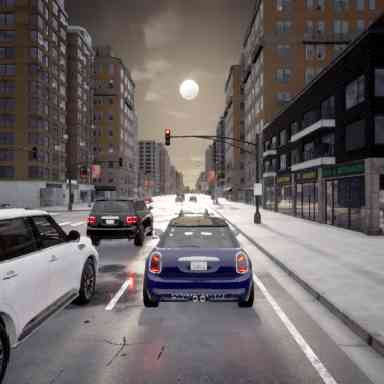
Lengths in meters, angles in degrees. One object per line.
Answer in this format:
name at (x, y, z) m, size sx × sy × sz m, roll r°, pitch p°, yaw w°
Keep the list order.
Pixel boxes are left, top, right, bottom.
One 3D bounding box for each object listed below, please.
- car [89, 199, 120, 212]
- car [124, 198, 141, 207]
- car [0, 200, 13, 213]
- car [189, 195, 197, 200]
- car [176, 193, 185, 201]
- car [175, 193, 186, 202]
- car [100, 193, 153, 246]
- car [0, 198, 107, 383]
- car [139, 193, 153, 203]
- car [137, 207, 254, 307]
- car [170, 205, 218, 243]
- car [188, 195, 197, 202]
car at (-10.307, 1.578, 39.608) m, size 1.994 × 1.385 × 4.181 m, roll 0°, pitch 0°, yaw 10°
car at (-9.658, 1.624, 53.997) m, size 1.895 × 1.301 × 4.718 m, roll 0°, pitch 0°, yaw 0°
car at (-22.028, 1.596, 36.027) m, size 4.313 × 1.339 × 1.947 m, roll 0°, pitch 0°, yaw 0°
car at (0.300, 1.496, 88.193) m, size 1.994 × 1.385 × 4.181 m, roll 0°, pitch 0°, yaw 0°
car at (-2.950, 1.168, 88.235) m, size 2.150 × 2.045 × 5.566 m, roll 0°, pitch 0°, yaw 0°
car at (-2.985, 1.583, 77.783) m, size 2.033 × 1.411 × 5.357 m, roll 0°, pitch 0°, yaw 0°
car at (-3.100, 1.224, 15.308) m, size 2.150 × 2.045 × 5.566 m, roll 0°, pitch 0°, yaw 0°
car at (-3.140, 1.222, 4.955) m, size 2.150 × 2.045 × 5.566 m, roll 0°, pitch 0°, yaw 1°
car at (-9.515, 1.262, 69.370) m, size 2.150 × 2.045 × 5.566 m, roll 0°, pitch 0°, yaw 0°
car at (0.125, 1.353, 8.113) m, size 2.097 × 1.767 × 4.553 m, roll 0°, pitch 0°, yaw 0°
car at (0.113, 1.494, 17.182) m, size 2.128 × 1.511 × 4.902 m, roll 0°, pitch 0°, yaw 1°
car at (0.267, 1.568, 78.185) m, size 1.812 × 1.442 × 4.674 m, roll 0°, pitch 0°, yaw 0°
